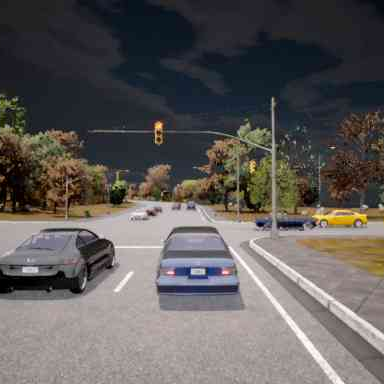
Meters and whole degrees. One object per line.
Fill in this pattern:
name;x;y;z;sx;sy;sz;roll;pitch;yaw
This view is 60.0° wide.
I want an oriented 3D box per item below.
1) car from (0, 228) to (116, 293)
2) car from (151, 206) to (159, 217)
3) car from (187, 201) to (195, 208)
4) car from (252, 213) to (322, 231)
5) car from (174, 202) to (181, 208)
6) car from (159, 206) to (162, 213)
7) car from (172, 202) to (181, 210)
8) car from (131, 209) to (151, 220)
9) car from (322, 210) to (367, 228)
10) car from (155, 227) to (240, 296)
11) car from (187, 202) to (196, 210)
car;-3.445;1.666;9.099;1.994;1.385;4.181;0;-1;0
car;-7.236;3.513;57.297;1.895;1.301;4.718;0;-1;0
car;-0.327;3.250;88.051;1.882;1.535;5.008;0;0;-4
car;7.144;2.310;25.752;4.718;1.301;1.895;0;-3;3
car;-3.851;3.435;88.309;1.837;1.490;4.892;0;0;-4
car;-7.182;3.537;68.894;2.033;1.411;5.357;0;0;0
car;-3.707;3.491;78.332;1.812;1.442;4.674;0;0;0
car;-7.227;3.149;46.296;1.812;1.442;4.674;0;-2;0
car;12.963;2.370;29.720;5.008;1.535;1.882;0;-3;-2
car;0.068;1.648;8.991;2.033;1.411;5.357;0;-1;-1
car;-0.205;3.316;77.872;2.097;1.767;4.553;0;0;0
